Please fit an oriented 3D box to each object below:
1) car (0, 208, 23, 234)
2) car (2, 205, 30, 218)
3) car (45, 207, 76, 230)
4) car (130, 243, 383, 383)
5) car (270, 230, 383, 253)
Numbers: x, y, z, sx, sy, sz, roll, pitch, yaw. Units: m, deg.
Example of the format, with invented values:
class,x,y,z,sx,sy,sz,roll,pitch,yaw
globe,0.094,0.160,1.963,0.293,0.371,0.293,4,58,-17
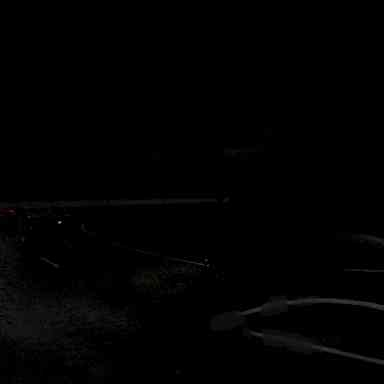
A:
class,x,y,z,sx,sy,sz,roll,pitch,yaw
car,-12.023,1.896,20.788,1.895,1.301,4.718,0,-1,-23
car,-18.298,2.036,33.972,1.994,1.385,4.181,-1,0,-4
car,-9.432,1.792,23.938,2.128,1.511,4.902,0,0,-20
car,1.488,1.505,3.109,4.902,1.511,2.128,-1,-1,37
car,2.496,1.516,6.764,5.008,1.535,1.882,-1,-1,39
